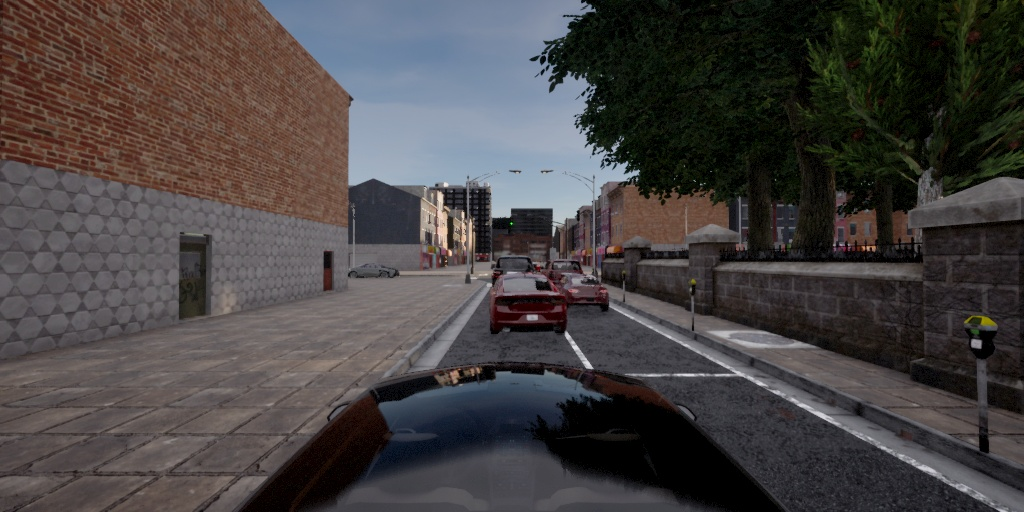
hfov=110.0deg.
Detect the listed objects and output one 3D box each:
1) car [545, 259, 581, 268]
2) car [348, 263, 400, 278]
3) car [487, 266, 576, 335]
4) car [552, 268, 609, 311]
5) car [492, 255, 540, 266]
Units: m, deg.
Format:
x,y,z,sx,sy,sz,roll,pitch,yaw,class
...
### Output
x,y,z,sx,sy,sz,roll,pitch,yaw,class
2.669,1.076,19.722,2.192,1.841,5.009,0,0,0,car
-12.026,1.306,31.316,4.181,1.385,1.994,0,-1,0,car
0.284,1.231,10.551,1.882,1.535,5.008,0,0,-4,car
2.660,1.338,14.273,1.802,1.307,4.207,0,0,0,car
0.114,0.983,18.637,2.150,2.045,5.566,0,0,0,car
